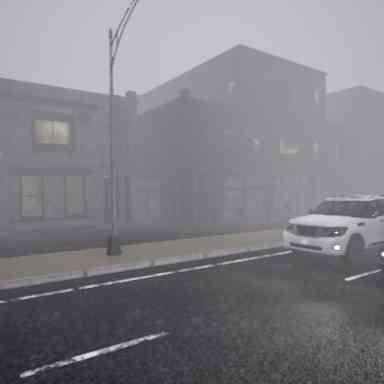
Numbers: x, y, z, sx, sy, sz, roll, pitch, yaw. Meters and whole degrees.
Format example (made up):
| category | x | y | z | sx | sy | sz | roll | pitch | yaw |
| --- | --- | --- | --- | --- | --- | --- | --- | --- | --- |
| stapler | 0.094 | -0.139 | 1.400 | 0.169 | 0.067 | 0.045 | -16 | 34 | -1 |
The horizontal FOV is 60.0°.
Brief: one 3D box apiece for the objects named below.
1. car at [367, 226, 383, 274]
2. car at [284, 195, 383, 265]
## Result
| category | x | y | z | sx | sy | sz | roll | pitch | yaw |
| --- | --- | --- | --- | --- | --- | --- | --- | --- | --- |
| car | 6.670 | 1.534 | 8.448 | 4.718 | 1.301 | 1.895 | 0 | 0 | -36 |
| car | 5.669 | 1.147 | 11.727 | 5.566 | 2.045 | 2.150 | 0 | 0 | -36 |
